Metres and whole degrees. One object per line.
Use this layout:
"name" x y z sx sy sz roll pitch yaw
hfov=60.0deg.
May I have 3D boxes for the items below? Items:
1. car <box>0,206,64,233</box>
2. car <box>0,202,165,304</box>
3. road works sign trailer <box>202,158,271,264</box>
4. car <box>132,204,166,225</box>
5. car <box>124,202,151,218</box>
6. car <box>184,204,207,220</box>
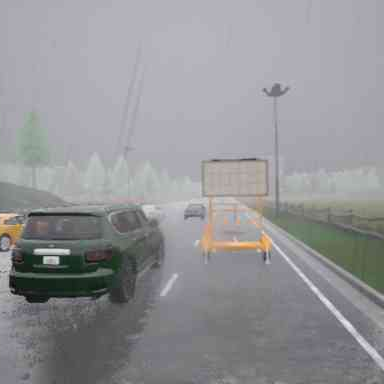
"car" -11.165 1.862 23.289 2.128 1.511 4.902 -1 -1 6
"car" -2.219 1.336 8.618 2.150 2.045 5.566 -1 -1 6
"road works sign trailer" 1.596 0.567 12.313 2.380 3.560 2.880 -1 -1 6
"car" -3.566 1.851 28.345 1.812 1.442 4.674 -1 0 6
"car" -6.077 1.955 37.615 1.837 1.490 4.892 -1 0 6
"car" 0.377 1.862 32.191 2.033 1.411 5.357 -1 -1 6
